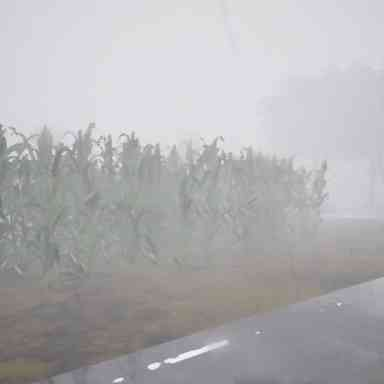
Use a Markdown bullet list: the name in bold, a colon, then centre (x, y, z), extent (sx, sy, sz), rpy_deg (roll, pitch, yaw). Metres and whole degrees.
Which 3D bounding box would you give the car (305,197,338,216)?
- **car**: centre (14.124, 1.604, 38.974), extent (2.150, 2.045, 5.566), rpy_deg (-1, 0, -34)
